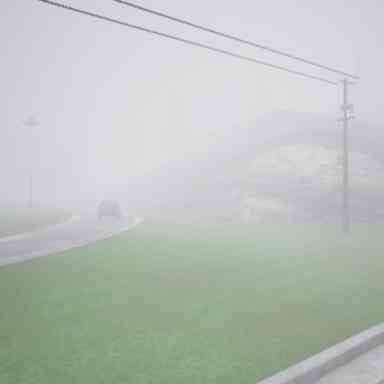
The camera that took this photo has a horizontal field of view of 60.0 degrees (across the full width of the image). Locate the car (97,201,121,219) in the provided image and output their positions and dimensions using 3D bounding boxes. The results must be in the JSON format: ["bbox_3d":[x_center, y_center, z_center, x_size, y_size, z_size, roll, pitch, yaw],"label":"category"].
[{"bbox_3d":[-7.202,1.484,28.860,2.033,1.411,5.357,0,0,-15],"label":"car"}]
